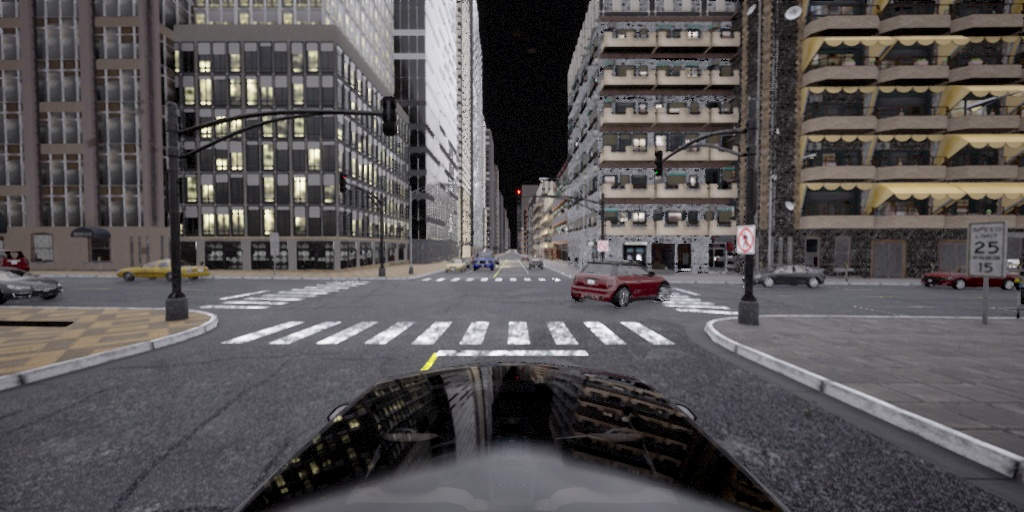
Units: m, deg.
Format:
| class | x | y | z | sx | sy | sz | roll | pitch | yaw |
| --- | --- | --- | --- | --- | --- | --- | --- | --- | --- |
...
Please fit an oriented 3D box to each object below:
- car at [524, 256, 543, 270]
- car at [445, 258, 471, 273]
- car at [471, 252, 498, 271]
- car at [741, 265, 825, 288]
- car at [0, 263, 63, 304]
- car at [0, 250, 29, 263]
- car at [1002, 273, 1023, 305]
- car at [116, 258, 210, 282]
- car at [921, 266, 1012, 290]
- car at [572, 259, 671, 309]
| class | x | y | z | sx | sy | sz | roll | pitch | yaw |
| --- | --- | --- | --- | --- | --- | --- | --- | --- | --- |
| car | 2.761 | 0.883 | 42.220 | 2.007 | 1.370 | 4.403 | 0 | 0 | 0 |
| car | -5.630 | 0.916 | 36.411 | 1.751 | 1.417 | 4.829 | 0 | 0 | 0 |
| car | -3.029 | 0.579 | 39.708 | 2.150 | 2.045 | 5.566 | 0 | 1 | 0 |
| car | 16.344 | 1.174 | 21.727 | 4.403 | 1.370 | 2.007 | 0 | 0 | 1 |
| car | -20.266 | 1.082 | 13.955 | 4.403 | 1.370 | 2.007 | 0 | 0 | 1 |
| car | -33.578 | 0.505 | 22.514 | 5.009 | 1.841 | 2.192 | 0 | 0 | 1 |
| car | 21.736 | 1.459 | 13.263 | 4.313 | 1.339 | 1.948 | 0 | 0 | 1 |
| car | -21.631 | 0.824 | 22.289 | 4.829 | 1.417 | 1.751 | 0 | 0 | 1 |
| car | 27.409 | 1.261 | 21.552 | 4.507 | 1.381 | 1.888 | 0 | 0 | 1 |
| car | 4.520 | 0.989 | 14.513 | 4.553 | 1.767 | 2.097 | 1 | 1 | -41 |
